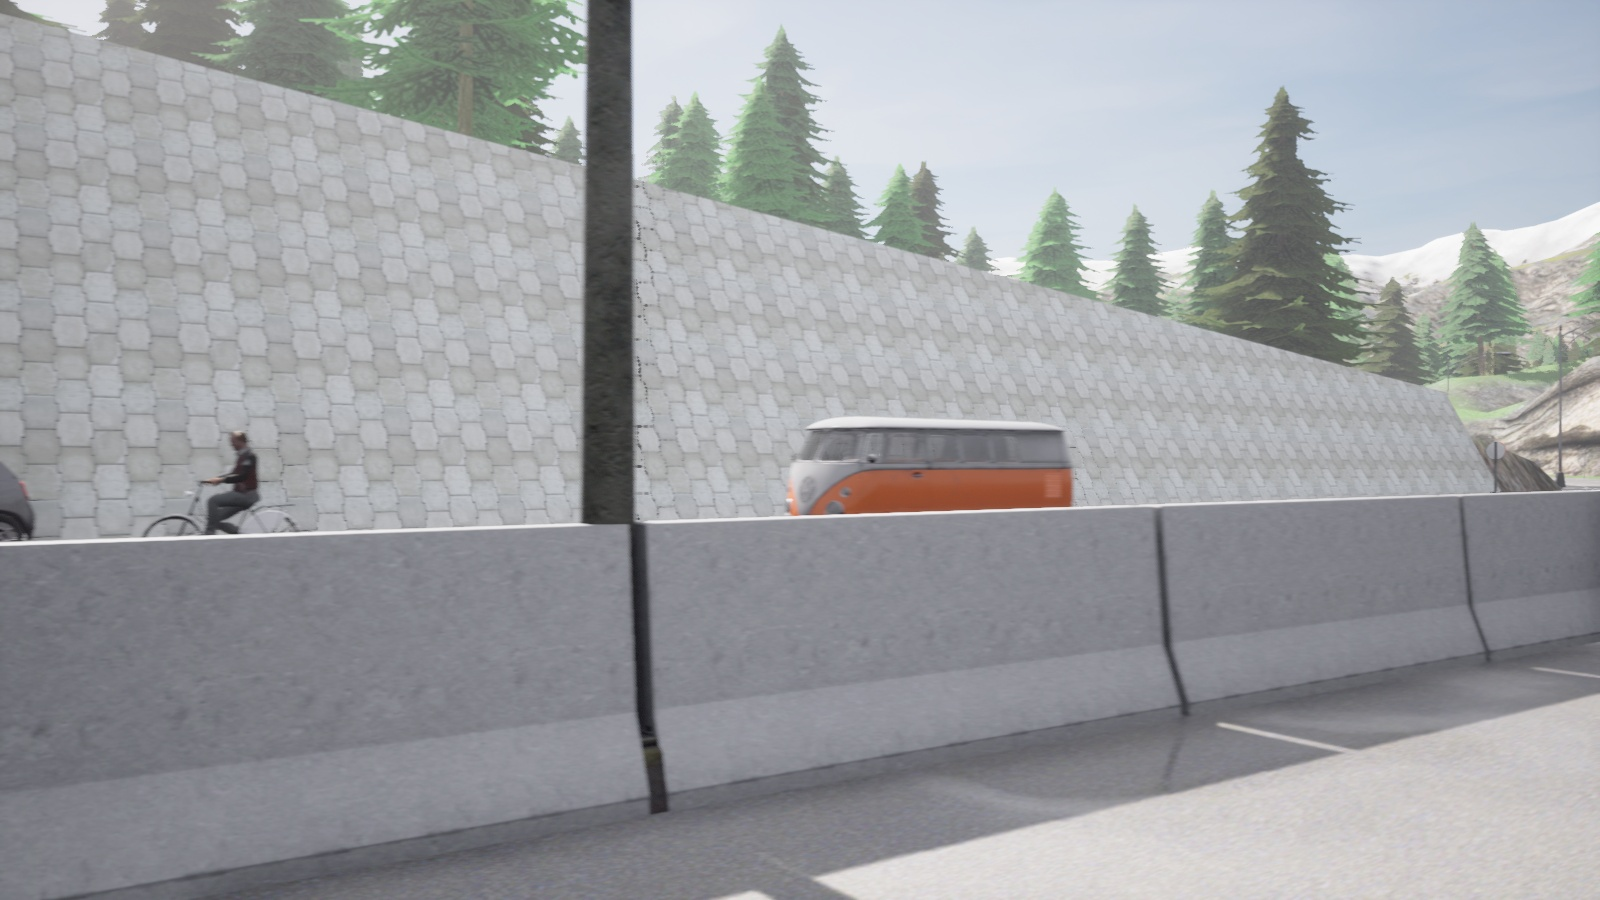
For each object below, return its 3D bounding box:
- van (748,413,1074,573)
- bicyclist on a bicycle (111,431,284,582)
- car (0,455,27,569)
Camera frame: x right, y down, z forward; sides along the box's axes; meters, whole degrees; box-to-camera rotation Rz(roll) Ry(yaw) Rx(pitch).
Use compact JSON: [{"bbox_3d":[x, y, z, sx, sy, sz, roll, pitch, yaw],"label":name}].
[{"bbox_3d":[1.623,0.538,17.582,4.442,1.987,1.775,0,0,-35],"label":"van"},{"bbox_3d":[-7.440,0.669,15.538,1.843,1.776,0.659,0,0,-35],"label":"bicyclist on a bicycle"},{"bbox_3d":[-12.305,0.824,16.416,3.633,1.501,1.845,0,0,-35],"label":"car"}]
